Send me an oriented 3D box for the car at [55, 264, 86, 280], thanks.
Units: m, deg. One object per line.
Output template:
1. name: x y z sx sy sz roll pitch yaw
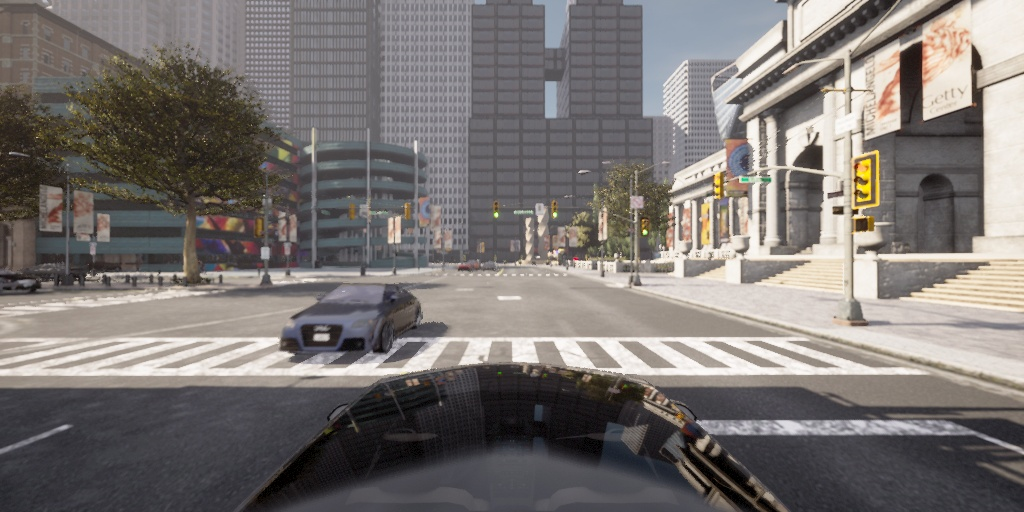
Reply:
1. car: -40.498 1.440 31.451 4.892 1.490 1.837 0 0 0

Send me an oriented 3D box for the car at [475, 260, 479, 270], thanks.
1. car: -6.995 1.487 62.782 2.097 1.767 4.553 0 0 0

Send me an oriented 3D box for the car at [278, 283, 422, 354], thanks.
1. car: -3.588 1.358 8.750 1.994 1.385 4.181 0 0 0

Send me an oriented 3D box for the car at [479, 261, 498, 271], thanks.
1. car: -3.503 1.593 55.309 1.837 1.490 4.892 0 0 0

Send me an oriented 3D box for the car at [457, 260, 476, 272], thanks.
1. car: -7.002 1.680 53.985 1.895 1.301 4.718 0 0 0

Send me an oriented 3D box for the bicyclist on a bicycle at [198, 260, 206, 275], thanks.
1. bicyclist on a bicycle: -34.160 1.286 39.250 0.582 1.620 1.656 0 0 0

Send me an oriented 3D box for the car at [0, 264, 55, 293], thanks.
1. car: -29.164 1.354 19.781 4.902 1.511 2.128 0 0 0
